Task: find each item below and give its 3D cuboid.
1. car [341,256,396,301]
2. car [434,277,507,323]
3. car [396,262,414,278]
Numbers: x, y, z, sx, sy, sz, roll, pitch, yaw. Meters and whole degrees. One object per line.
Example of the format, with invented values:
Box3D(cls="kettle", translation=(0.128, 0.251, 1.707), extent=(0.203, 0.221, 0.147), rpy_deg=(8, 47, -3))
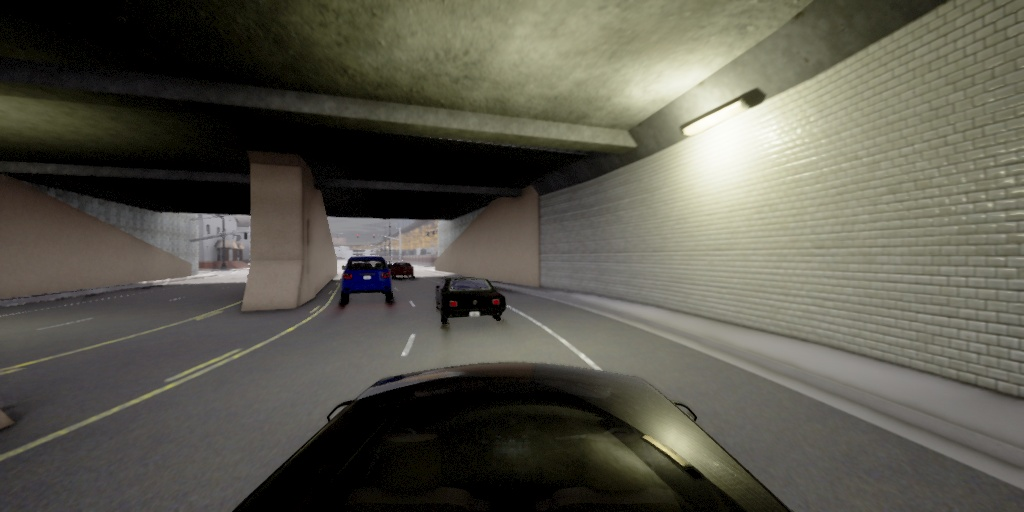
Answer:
Box3D(cls="car", translation=(-7.345, 1.042, 18.211), extent=(2.150, 2.045, 5.566), rpy_deg=(0, 0, -22))
Box3D(cls="car", translation=(-1.628, 1.366, 12.309), extent=(1.895, 1.301, 4.718), rpy_deg=(-1, 0, -15))
Box3D(cls="car", translation=(-10.965, 1.332, 35.695), extent=(1.882, 1.535, 5.008), rpy_deg=(-1, 0, -23))
